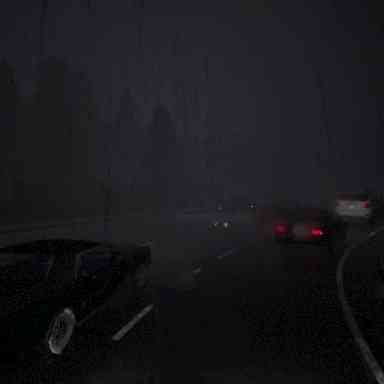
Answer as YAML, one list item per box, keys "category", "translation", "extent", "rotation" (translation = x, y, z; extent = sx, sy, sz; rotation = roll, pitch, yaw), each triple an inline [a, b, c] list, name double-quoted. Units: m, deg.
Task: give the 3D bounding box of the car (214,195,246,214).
- category: "car"
  translation: [3.804, 1.062, 29.795]
  extent: [2.128, 1.511, 4.902]
  rotation: [1, 1, 37]

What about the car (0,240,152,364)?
- category: "car"
  translation: [-2.310, 1.513, 5.974]
  extent: [1.895, 1.301, 4.718]
  rotation: [0, 1, 13]

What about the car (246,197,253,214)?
- category: "car"
  translation: [6.640, 1.198, 27.741]
  extent: [1.895, 1.301, 4.718]
  rotation: [1, 1, 37]

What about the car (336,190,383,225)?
- category: "car"
  translation: [10.990, 0.901, 21.689]
  extent: [2.150, 2.045, 5.566]
  rotation: [1, 1, 37]

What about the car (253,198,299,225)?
- category: "car"
  translation: [5.871, 1.175, 20.611]
  extent: [1.882, 1.535, 5.008]
  rotation: [1, 1, 36]

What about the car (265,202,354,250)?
- category: "car"
  translation: [4.955, 1.349, 13.404]
  extent: [2.033, 1.411, 5.357]
  rotation: [1, 1, 33]
